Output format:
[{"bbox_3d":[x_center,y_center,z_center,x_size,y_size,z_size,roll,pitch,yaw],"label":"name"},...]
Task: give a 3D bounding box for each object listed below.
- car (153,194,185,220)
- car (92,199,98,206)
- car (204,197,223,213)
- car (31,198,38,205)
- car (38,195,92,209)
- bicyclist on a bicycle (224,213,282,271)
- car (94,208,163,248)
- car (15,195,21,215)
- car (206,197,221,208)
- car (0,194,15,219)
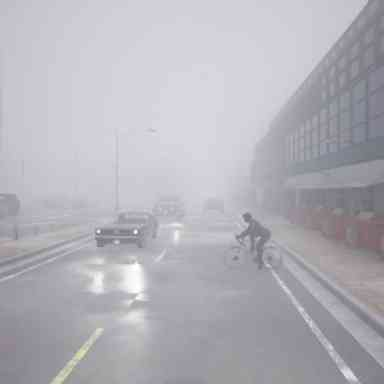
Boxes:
[{"bbox_3d":[-1.831,1.207,28.009,2.150,2.045,5.566,0,0,4],"label":"car"},{"bbox_3d":[-15.072,1.217,46.179,3.806,1.475,1.970,0,0,4],"label":"car"},{"bbox_3d":[2.448,1.329,37.401,2.097,1.767,4.553,0,0,4],"label":"car"},{"bbox_3d":[-21.865,1.279,50.298,4.514,1.523,2.007,0,0,4],"label":"car"},{"bbox_3d":[-15.172,1.142,39.754,5.027,1.636,2.152,0,0,4],"label":"car"},{"bbox_3d":[1.722,1.421,9.416,1.656,1.620,0.582,0,0,4],"label":"bicyclist on a bicycle"},{"bbox_3d":[-2.724,1.591,14.828,1.895,1.301,4.718,0,0,4],"label":"car"},{"bbox_3d":[-16.015,1.073,26.987,3.866,1.878,1.905,0,0,4],"label":"car"},{"bbox_3d":[3.093,1.463,47.613,2.128,1.511,4.902,0,0,4],"label":"car"},{"bbox_3d":[-15.795,1.095,24.061,4.605,1.855,1.932,0,0,4],"label":"car"}]
